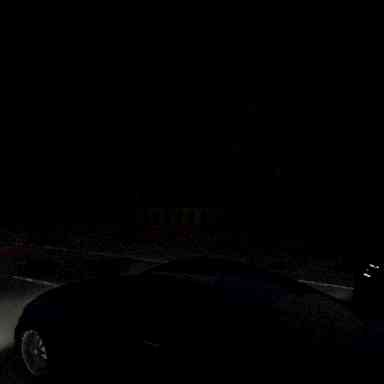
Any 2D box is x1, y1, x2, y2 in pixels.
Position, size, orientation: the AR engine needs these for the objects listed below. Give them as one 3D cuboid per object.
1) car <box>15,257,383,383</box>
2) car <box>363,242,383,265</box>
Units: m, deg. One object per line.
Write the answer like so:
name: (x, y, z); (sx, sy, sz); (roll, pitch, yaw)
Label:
car: (-0.089, 1.520, 3.807); (4.674, 1.442, 1.812); (0, 0, 34)
car: (5.261, 1.209, 4.398); (5.566, 2.045, 2.150); (0, 0, 36)
